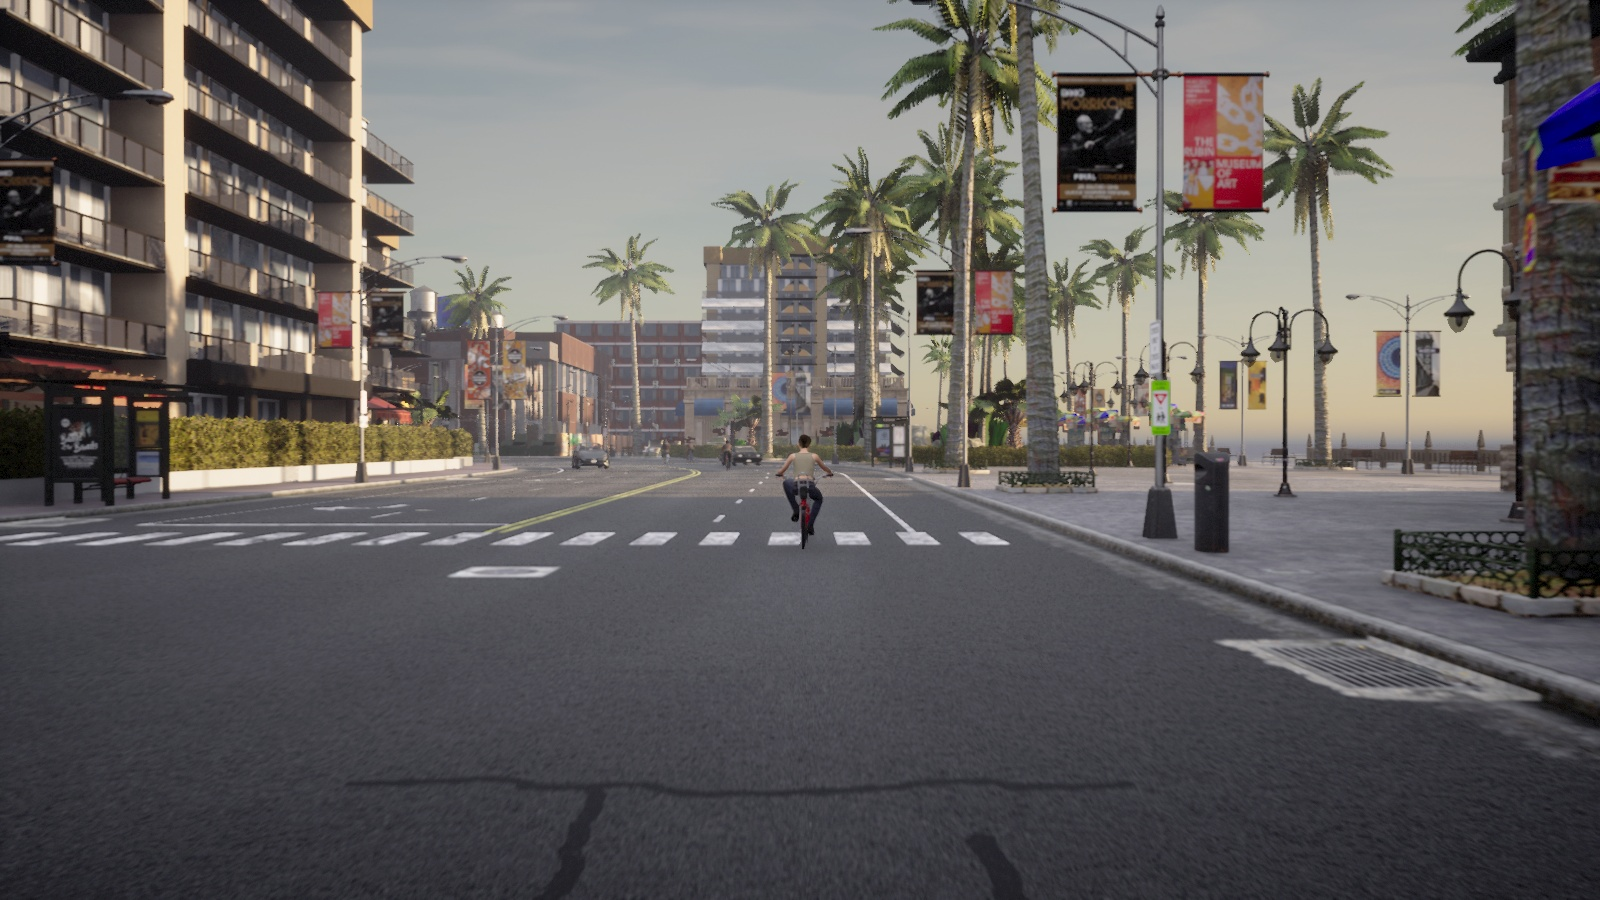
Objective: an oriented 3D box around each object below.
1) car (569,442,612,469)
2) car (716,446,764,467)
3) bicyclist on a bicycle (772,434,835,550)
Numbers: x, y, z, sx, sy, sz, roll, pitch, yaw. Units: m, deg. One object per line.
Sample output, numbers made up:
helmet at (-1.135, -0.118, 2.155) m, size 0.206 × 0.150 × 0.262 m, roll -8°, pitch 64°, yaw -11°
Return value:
car at (-12.201, 0.273, 72.826) m, size 2.007 × 1.525 × 4.514 m, roll 0°, pitch 0°, yaw -15°
car at (-3.961, 0.382, 81.955) m, size 1.895 × 1.301 × 4.718 m, roll 0°, pitch 0°, yaw -18°
bicyclist on a bicycle at (0.070, 0.581, 18.145) m, size 0.866 × 1.612 × 1.509 m, roll 0°, pitch 0°, yaw 2°
